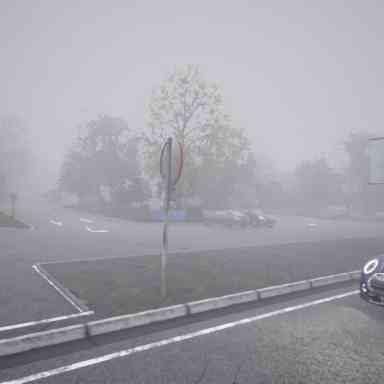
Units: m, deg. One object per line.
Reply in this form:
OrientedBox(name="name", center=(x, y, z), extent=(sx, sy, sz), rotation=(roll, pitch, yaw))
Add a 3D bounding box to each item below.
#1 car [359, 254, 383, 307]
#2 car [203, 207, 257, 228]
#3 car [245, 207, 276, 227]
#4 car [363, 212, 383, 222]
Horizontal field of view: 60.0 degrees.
OrientedBox(name="car", center=(5.916, 1.707, 7.749), extent=(4.553, 1.767, 2.097), rotation=(3, -2, -35))
OrientedBox(name="car", center=(2.905, 2.244, 28.514), extent=(2.002, 1.452, 4.674), rotation=(3, -2, -36))
OrientedBox(name="car", center=(5.457, 2.210, 30.404), extent=(2.185, 1.767, 4.553), rotation=(3, -2, -35))
OrientedBox(name="car", center=(25.339, 3.396, 44.388), extent=(2.002, 1.452, 4.674), rotation=(3, -2, -35))
